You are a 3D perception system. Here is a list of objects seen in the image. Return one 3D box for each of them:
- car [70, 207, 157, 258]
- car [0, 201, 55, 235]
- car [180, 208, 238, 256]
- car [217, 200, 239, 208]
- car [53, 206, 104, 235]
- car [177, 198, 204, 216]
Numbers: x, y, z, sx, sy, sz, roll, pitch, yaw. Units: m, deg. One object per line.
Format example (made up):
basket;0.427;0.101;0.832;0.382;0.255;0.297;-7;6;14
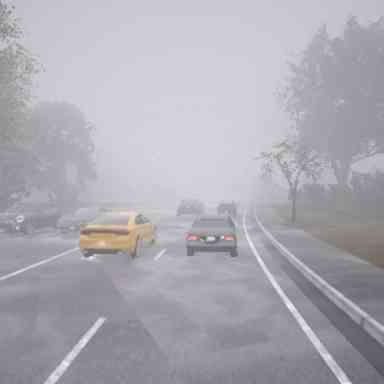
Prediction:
car;-2.658;1.495;13.023;1.882;1.535;5.008;0;0;5
car;-9.301;1.360;18.856;2.097;1.767;4.553;0;0;7
car;0.855;1.576;13.350;2.033;1.411;5.357;0;0;5
car;3.513;1.563;32.814;1.837;1.490;4.892;0;0;9
car;-5.762;1.545;19.109;1.812;1.442;4.674;0;0;7
car;-0.046;1.400;32.697;2.097;1.767;4.553;0;0;9
